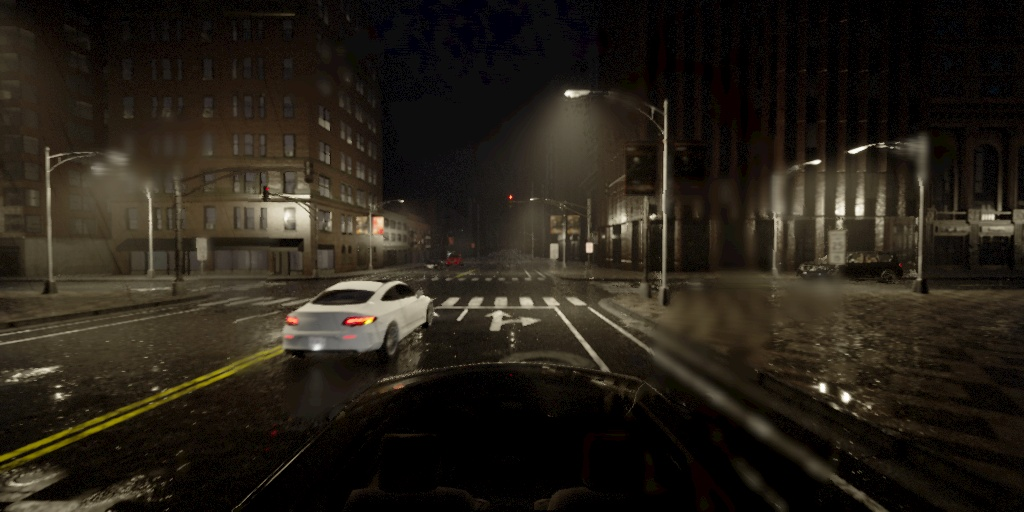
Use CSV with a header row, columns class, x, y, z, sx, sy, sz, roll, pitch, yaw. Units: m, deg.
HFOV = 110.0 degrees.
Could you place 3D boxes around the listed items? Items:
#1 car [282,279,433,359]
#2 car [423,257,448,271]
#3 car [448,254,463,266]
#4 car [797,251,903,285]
class,x,y,z,sx,sy,sz,roll,pitch,yaw
car,-3.156,1.240,8.225,1.812,1.442,4.674,0,0,2
car,-9.820,1.061,45.349,1.812,1.442,4.674,0,0,0
car,-9.772,0.676,61.576,2.150,2.045,5.566,0,0,1
car,21.697,0.732,23.129,5.566,2.045,2.150,0,1,0
